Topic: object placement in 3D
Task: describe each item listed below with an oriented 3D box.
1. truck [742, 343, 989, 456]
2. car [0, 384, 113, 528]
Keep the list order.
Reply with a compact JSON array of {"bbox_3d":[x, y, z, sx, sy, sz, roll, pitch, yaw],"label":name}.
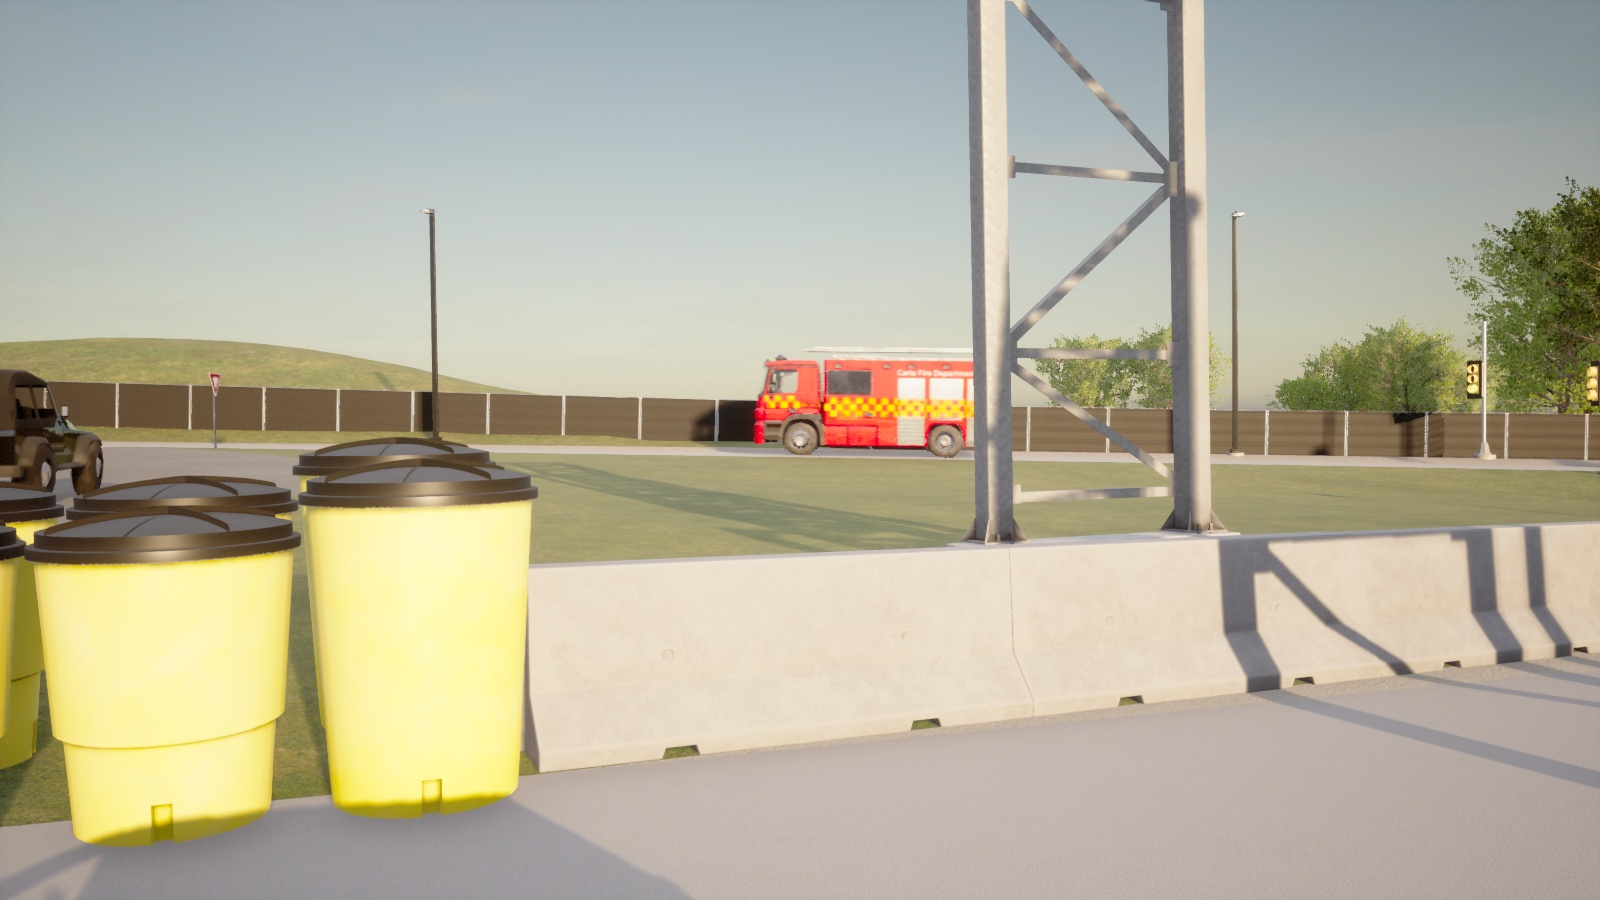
[{"bbox_3d":[2.325,-1.753,44.733,8.468,3.827,2.891,0,2,4],"label":"truck"},{"bbox_3d":[-11.575,0.046,18.135,1.905,1.878,3.866,-1,2,-14],"label":"car"}]
